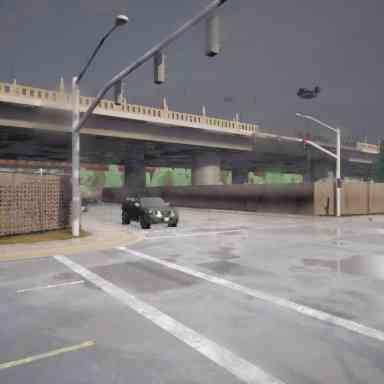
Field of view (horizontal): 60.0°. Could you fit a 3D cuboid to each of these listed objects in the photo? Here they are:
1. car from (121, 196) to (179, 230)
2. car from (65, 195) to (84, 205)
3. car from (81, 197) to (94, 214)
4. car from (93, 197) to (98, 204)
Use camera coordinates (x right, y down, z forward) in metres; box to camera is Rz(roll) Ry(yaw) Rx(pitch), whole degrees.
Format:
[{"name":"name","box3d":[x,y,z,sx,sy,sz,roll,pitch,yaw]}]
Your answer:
[{"name":"car","box3d":[-2.950,1.277,22.176,2.150,2.045,5.566,0,0,-32]},{"name":"car","box3d":[-21.430,1.408,60.631,2.097,1.767,4.553,0,0,-36]},{"name":"car","box3d":[-12.766,1.548,36.179,2.128,1.511,4.902,0,0,-36]},{"name":"car","box3d":[-19.747,1.619,64.291,1.994,1.385,4.181,0,0,-36]}]
